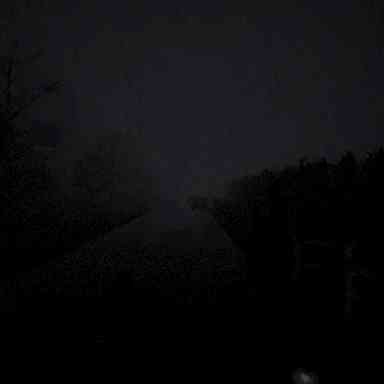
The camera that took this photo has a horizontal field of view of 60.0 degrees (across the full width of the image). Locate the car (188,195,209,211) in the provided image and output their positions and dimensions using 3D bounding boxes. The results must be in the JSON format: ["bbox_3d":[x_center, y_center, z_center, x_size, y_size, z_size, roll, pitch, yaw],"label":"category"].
[{"bbox_3d":[0.911,1.311,40.298,2.097,1.767,4.553,0,0,1],"label":"car"}]

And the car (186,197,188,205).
[{"bbox_3d":[0.016,1.272,58.407,2.097,1.767,4.553,0,0,0],"label":"car"}]

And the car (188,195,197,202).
[{"bbox_3d":[0.021,1.325,71.544,1.895,1.301,4.718,0,0,0],"label":"car"}]

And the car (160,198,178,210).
[{"bbox_3d":[-2.830,1.482,42.151,1.812,1.442,4.674,0,0,0],"label":"car"}]
